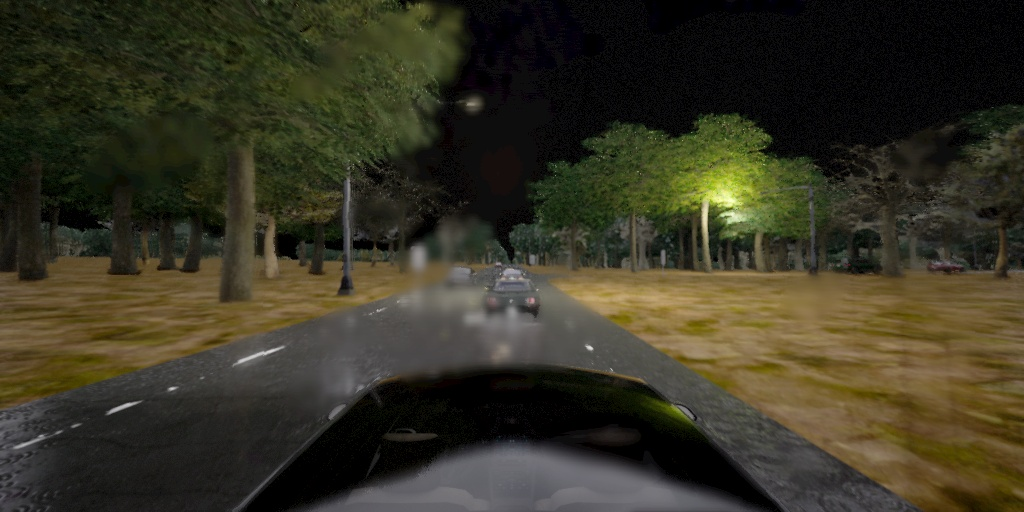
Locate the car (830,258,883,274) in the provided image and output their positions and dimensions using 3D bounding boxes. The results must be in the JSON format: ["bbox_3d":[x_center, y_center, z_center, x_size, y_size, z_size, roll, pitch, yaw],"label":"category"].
[{"bbox_3d":[44.036,1.311,45.765,5.566,2.045,2.150,0,-3,-7],"label":"car"}]

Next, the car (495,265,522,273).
[{"bbox_3d":[0.030,1.622,27.023,2.033,1.411,5.357,0,-1,1],"label":"car"}]

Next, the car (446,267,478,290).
[{"bbox_3d":[-3.543,1.568,25.984,1.837,1.490,4.892,0,-1,0],"label":"car"}]

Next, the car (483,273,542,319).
[{"bbox_3d":[0.041,1.503,13.565,1.895,1.301,4.718,0,-1,1],"label":"car"}]
